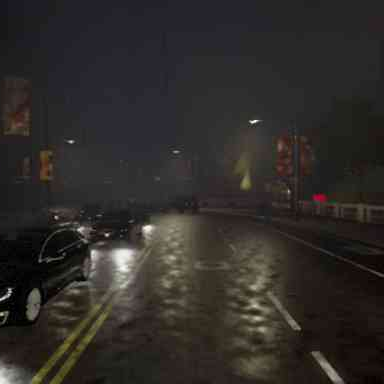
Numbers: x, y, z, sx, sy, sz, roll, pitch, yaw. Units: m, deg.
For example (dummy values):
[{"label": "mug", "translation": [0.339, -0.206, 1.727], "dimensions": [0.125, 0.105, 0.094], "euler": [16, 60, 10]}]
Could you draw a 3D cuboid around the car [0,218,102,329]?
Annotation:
[{"label": "car", "translation": [-3.606, 1.545, 7.182], "dimensions": [1.837, 1.490, 4.892], "euler": [0, 0, 0]}]

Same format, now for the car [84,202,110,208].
[{"label": "car", "translation": [-7.809, 1.649, 26.286], "dimensions": [1.837, 1.490, 4.892], "euler": [0, 0, -10]}]

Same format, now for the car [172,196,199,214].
[{"label": "car", "translation": [-1.196, 1.436, 38.932], "dimensions": [2.150, 2.045, 5.566], "euler": [0, 0, -29]}]

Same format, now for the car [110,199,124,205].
[{"label": "car", "translation": [-10.478, 1.762, 46.412], "dimensions": [1.837, 1.490, 4.892], "euler": [0, 0, -44]}]

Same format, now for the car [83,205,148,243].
[{"label": "car", "translation": [-3.611, 1.597, 16.597], "dimensions": [1.837, 1.490, 4.892], "euler": [0, 0, 0]}]

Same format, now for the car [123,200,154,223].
[{"label": "car", "translation": [-4.393, 1.626, 26.993], "dimensions": [1.882, 1.535, 5.008], "euler": [0, 0, -10]}]

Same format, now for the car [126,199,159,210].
[{"label": "car", "translation": [-7.240, 1.812, 48.081], "dimensions": [2.033, 1.411, 5.357], "euler": [0, 0, -44]}]

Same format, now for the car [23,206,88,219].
[{"label": "car", "translation": [-7.105, 1.637, 16.255], "dimensions": [2.033, 1.411, 5.357], "euler": [0, 0, 0]}]

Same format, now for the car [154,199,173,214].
[{"label": "car", "translation": [-4.234, 1.769, 37.205], "dimensions": [1.994, 1.385, 4.181], "euler": [0, 0, -29]}]
